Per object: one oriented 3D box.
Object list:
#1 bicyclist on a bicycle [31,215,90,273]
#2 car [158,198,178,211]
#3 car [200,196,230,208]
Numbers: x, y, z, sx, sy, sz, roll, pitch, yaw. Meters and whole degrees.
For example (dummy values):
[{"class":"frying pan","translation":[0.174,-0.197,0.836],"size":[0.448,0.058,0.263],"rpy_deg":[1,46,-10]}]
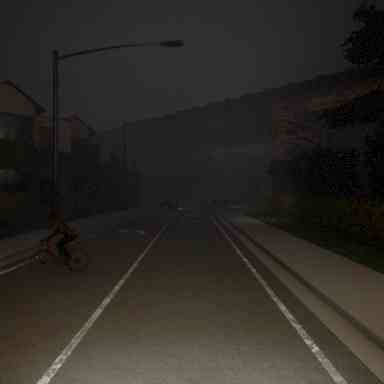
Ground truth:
[{"class":"bicyclist on a bicycle","translation":[-3.662,1.455,9.201],"size":[1.656,1.620,0.582],"rpy_deg":[-2,0,0]},{"class":"car","translation":[-2.909,1.526,41.536],"size":[1.812,1.442,4.674],"rpy_deg":[0,0,5]},{"class":"car","translation":[3.370,1.352,47.847],"size":[4.553,1.767,2.097],"rpy_deg":[0,0,-40]}]
